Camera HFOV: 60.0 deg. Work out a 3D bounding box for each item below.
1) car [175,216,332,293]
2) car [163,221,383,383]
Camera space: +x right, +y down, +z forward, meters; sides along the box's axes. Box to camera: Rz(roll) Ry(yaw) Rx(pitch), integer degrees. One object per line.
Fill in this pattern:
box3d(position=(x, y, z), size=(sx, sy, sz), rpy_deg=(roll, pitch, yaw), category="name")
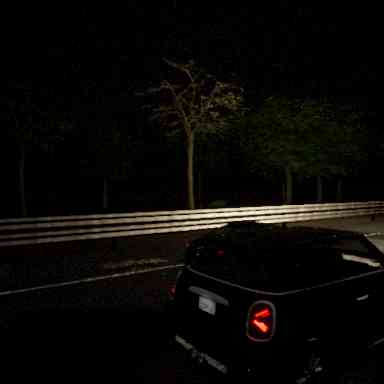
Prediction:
box3d(position=(1.828, 1.524, 9.346), size=(4.181, 1.385, 1.994), rpy_deg=(0, 0, -36), category="car")
box3d(position=(1.900, 1.326, 5.101), size=(4.553, 1.767, 2.097), rpy_deg=(0, 0, -35), category="car")
